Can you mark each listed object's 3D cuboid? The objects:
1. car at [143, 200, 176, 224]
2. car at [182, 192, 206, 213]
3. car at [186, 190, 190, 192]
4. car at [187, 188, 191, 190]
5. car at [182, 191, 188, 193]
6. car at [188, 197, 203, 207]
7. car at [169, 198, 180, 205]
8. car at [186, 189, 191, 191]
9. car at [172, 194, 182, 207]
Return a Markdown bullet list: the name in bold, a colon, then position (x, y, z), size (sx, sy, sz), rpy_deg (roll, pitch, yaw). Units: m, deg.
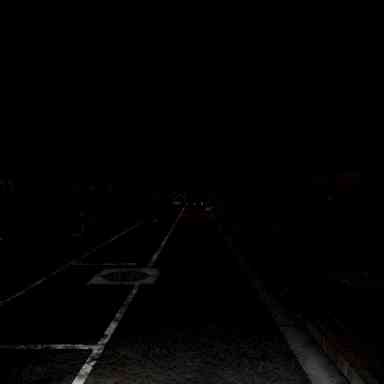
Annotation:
- **car**: position (-2.424, 1.533, 24.184), size (1.947, 1.339, 4.313), rpy_deg (0, 0, 1)
- **car**: position (0.388, 1.234, 36.003), size (2.097, 1.767, 4.553), rpy_deg (0, 1, 4)
- **car**: position (-1.960, 0.850, 74.018), size (2.008, 1.369, 4.403), rpy_deg (1, 1, 1)
- **car**: position (-1.805, 0.460, 90.620), size (1.887, 1.381, 4.507), rpy_deg (1, 1, 1)
- **car**: position (-2.114, 1.028, 57.406), size (1.967, 1.590, 4.097), rpy_deg (0, 1, 1)
- **car**: position (0.496, 1.351, 46.288), size (1.895, 1.301, 4.718), rpy_deg (0, 1, 1)
- **car**: position (-2.371, 1.503, 29.725), size (1.947, 1.339, 4.313), rpy_deg (0, 0, 1)
- **car**: position (-1.857, 0.598, 85.087), size (1.887, 1.381, 4.507), rpy_deg (1, 1, 1)
- **car**: position (-2.216, 1.331, 46.343), size (1.802, 1.307, 4.206), rpy_deg (0, 1, 1)
